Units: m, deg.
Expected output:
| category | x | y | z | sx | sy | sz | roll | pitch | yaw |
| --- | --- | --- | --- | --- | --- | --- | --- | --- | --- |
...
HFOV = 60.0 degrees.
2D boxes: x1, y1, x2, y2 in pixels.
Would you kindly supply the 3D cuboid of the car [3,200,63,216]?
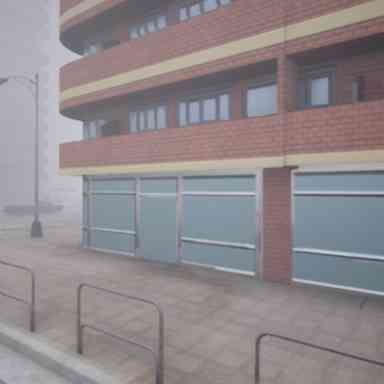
| category | x | y | z | sx | sy | sz | roll | pitch | yaw |
| --- | --- | --- | --- | --- | --- | --- | --- | --- | --- |
| car | -14.254 | 1.434 | 30.003 | 1.895 | 1.301 | 4.718 | 0 | 0 | 36 |
